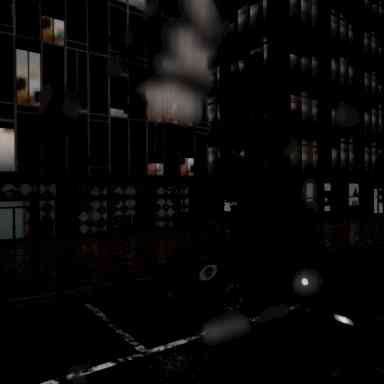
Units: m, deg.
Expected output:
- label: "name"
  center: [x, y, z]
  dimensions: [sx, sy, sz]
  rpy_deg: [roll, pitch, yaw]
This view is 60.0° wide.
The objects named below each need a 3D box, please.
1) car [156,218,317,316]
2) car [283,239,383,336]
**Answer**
- label: "car"
  center: [1.217, 1.439, 7.429]
  dimensions: [4.097, 1.590, 1.967]
  rpy_deg: [0, -1, -35]
- label: "car"
  center: [4.066, 1.599, 6.268]
  dimensions: [4.718, 1.301, 1.895]
  rpy_deg: [0, 0, -35]
